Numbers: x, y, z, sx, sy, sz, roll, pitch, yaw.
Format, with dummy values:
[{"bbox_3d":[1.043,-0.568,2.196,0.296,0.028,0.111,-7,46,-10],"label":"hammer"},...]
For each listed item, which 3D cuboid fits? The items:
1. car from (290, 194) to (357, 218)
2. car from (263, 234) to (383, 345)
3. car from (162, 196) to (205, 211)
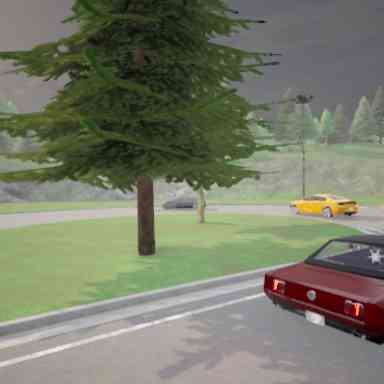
[{"bbox_3d":[8.958,0.903,23.166,1.882,1.535,5.008,-1,1,-25],"label":"car"},{"bbox_3d":[3.563,1.429,5.904,4.718,1.301,1.895,-2,1,-34],"label":"car"},{"bbox_3d":[-0.802,1.044,32.140,4.181,1.385,1.994,-1,1,1],"label":"car"}]
